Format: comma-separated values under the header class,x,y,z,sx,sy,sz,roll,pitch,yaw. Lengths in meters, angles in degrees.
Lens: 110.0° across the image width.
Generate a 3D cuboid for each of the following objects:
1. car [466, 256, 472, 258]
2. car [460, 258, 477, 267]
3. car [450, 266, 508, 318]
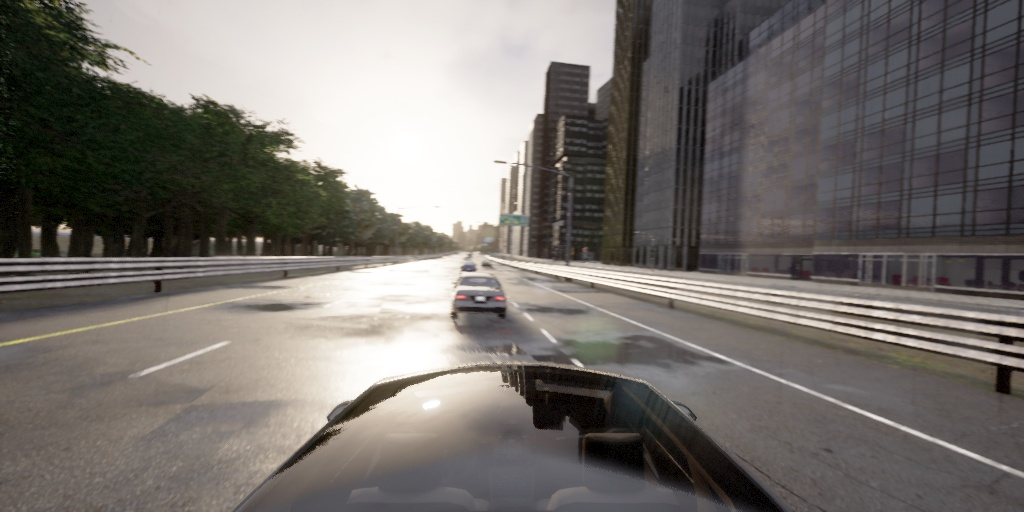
class,x,y,z,sx,sy,sz,roll,pitch,yaw
car,-7.385,1.228,59.224,1.837,1.490,4.892,3,0,-7
car,-4.974,1.277,40.850,1.812,1.442,4.674,3,0,-8
car,-1.270,1.309,13.123,2.033,1.411,5.357,3,0,-8
